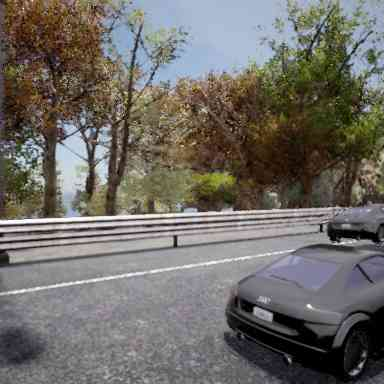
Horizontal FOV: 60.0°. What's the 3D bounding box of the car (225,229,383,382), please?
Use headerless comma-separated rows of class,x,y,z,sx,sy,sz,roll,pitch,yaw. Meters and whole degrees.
car,2.572,1.590,5.529,4.181,1.385,1.994,0,0,-35

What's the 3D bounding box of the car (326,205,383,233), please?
car,7.121,1.195,12.996,4.181,1.385,1.994,0,-4,-35
